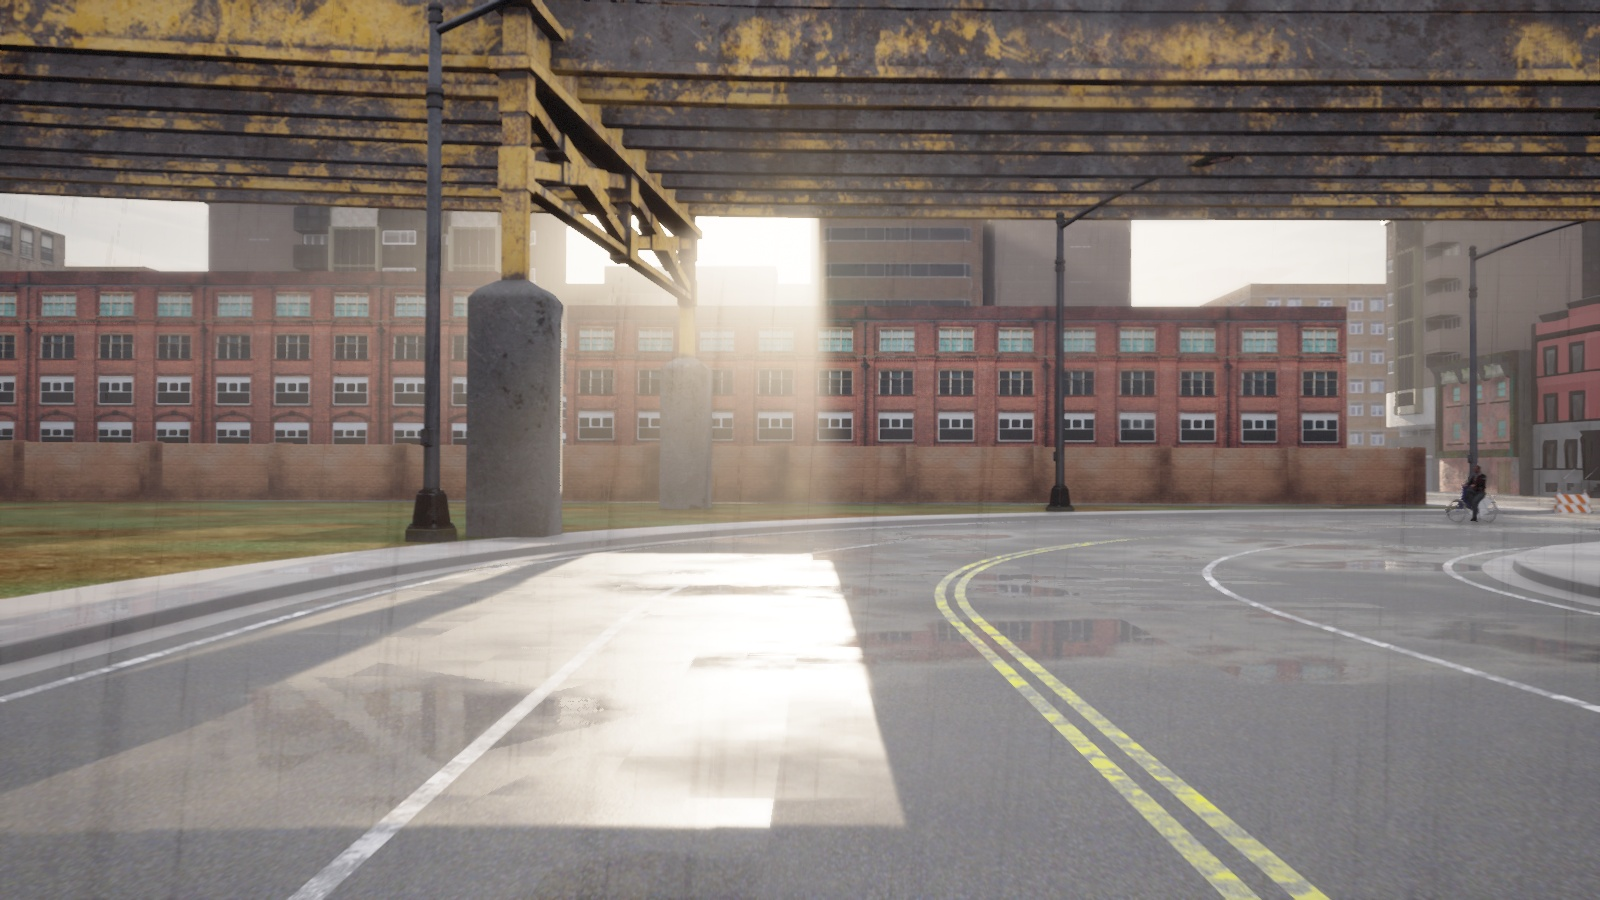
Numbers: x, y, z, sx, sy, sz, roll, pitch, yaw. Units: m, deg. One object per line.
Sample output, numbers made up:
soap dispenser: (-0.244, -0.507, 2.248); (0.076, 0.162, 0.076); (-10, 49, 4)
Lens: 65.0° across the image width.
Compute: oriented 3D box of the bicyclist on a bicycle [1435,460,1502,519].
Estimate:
bicyclist on a bicycle: (20.268, 1.180, 38.063); (1.843, 1.776, 0.659); (0, 0, -16)
